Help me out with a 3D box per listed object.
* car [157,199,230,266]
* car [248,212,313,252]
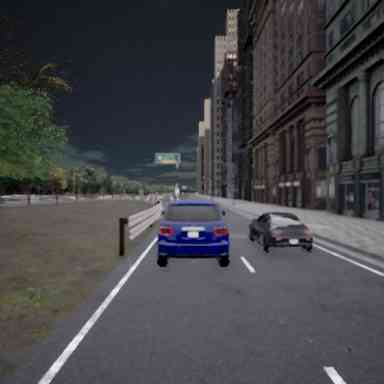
[{"bbox_3d":[0.056,1.255,11.828,2.150,2.045,5.566,0,0,0],"label":"car"},{"bbox_3d":[3.566,1.563,13.904,1.812,1.442,4.674,0,0,0],"label":"car"}]
